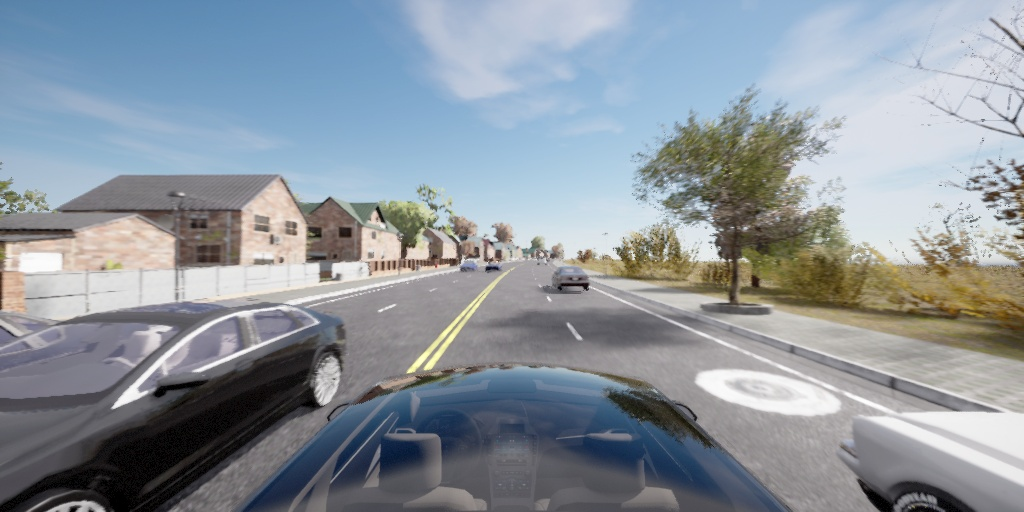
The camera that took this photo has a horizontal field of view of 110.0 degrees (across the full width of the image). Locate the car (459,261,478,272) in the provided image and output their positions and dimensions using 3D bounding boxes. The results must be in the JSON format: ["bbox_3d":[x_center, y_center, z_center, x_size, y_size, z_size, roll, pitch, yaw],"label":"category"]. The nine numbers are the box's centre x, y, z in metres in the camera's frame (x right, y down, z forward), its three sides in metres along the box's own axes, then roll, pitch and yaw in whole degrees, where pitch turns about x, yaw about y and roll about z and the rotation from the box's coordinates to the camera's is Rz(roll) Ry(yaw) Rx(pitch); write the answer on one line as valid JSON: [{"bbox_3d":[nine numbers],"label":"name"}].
[{"bbox_3d":[-5.496,1.311,46.171,1.812,1.442,4.674,0,0,3],"label":"car"}]

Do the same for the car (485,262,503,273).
[{"bbox_3d":[-2.287,1.389,45.359,1.895,1.301,4.718,0,0,3],"label":"car"}]

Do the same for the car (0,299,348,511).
[{"bbox_3d":[-3.338,1.237,3.350,2.128,1.511,4.902,0,0,0],"label":"car"}]

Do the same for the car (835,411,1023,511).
[{"bbox_3d":[3.356,1.356,0.495,1.895,1.301,4.718,0,0,0],"label":"car"}]

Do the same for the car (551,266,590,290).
[{"bbox_3d":[3.573,1.323,22.491,2.033,1.411,5.357,0,0,1],"label":"car"}]

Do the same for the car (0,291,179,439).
[{"bbox_3d":[-6.598,1.287,3.324,2.033,1.411,5.357,0,0,0],"label":"car"}]
